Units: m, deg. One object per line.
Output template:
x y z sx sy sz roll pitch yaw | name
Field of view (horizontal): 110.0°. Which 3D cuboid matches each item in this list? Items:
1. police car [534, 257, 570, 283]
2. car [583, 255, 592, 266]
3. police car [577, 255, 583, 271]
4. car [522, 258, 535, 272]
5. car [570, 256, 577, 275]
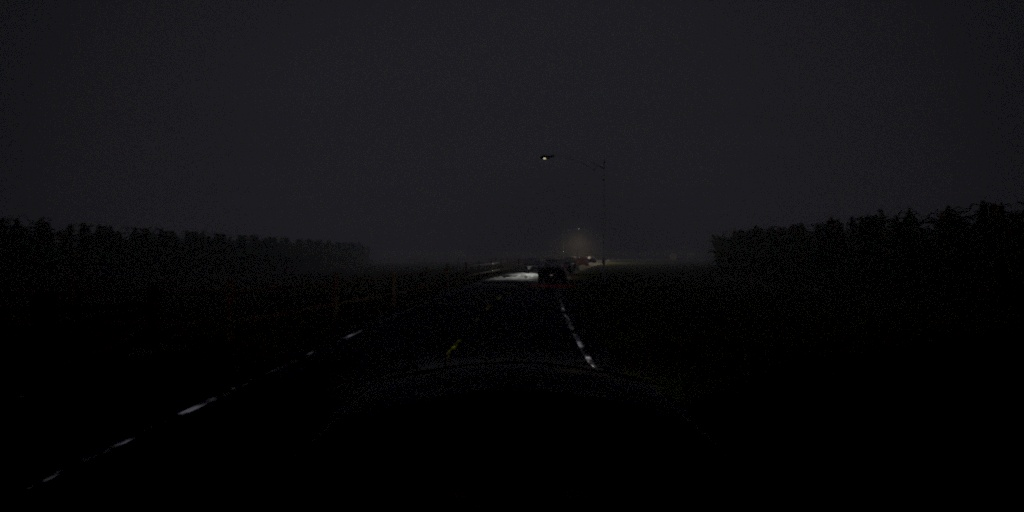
3.038 1.042 26.222 1.930 1.638 5.238 0 0 10 | police car
11.535 0.881 59.382 1.882 1.535 5.008 0 0 18 | car
6.644 0.944 41.555 1.930 1.638 5.238 0 0 16 | police car
2.415 1.011 39.671 2.128 1.511 4.902 0 0 15 | car
5.069 1.034 35.745 1.882 1.535 5.008 0 0 14 | car
